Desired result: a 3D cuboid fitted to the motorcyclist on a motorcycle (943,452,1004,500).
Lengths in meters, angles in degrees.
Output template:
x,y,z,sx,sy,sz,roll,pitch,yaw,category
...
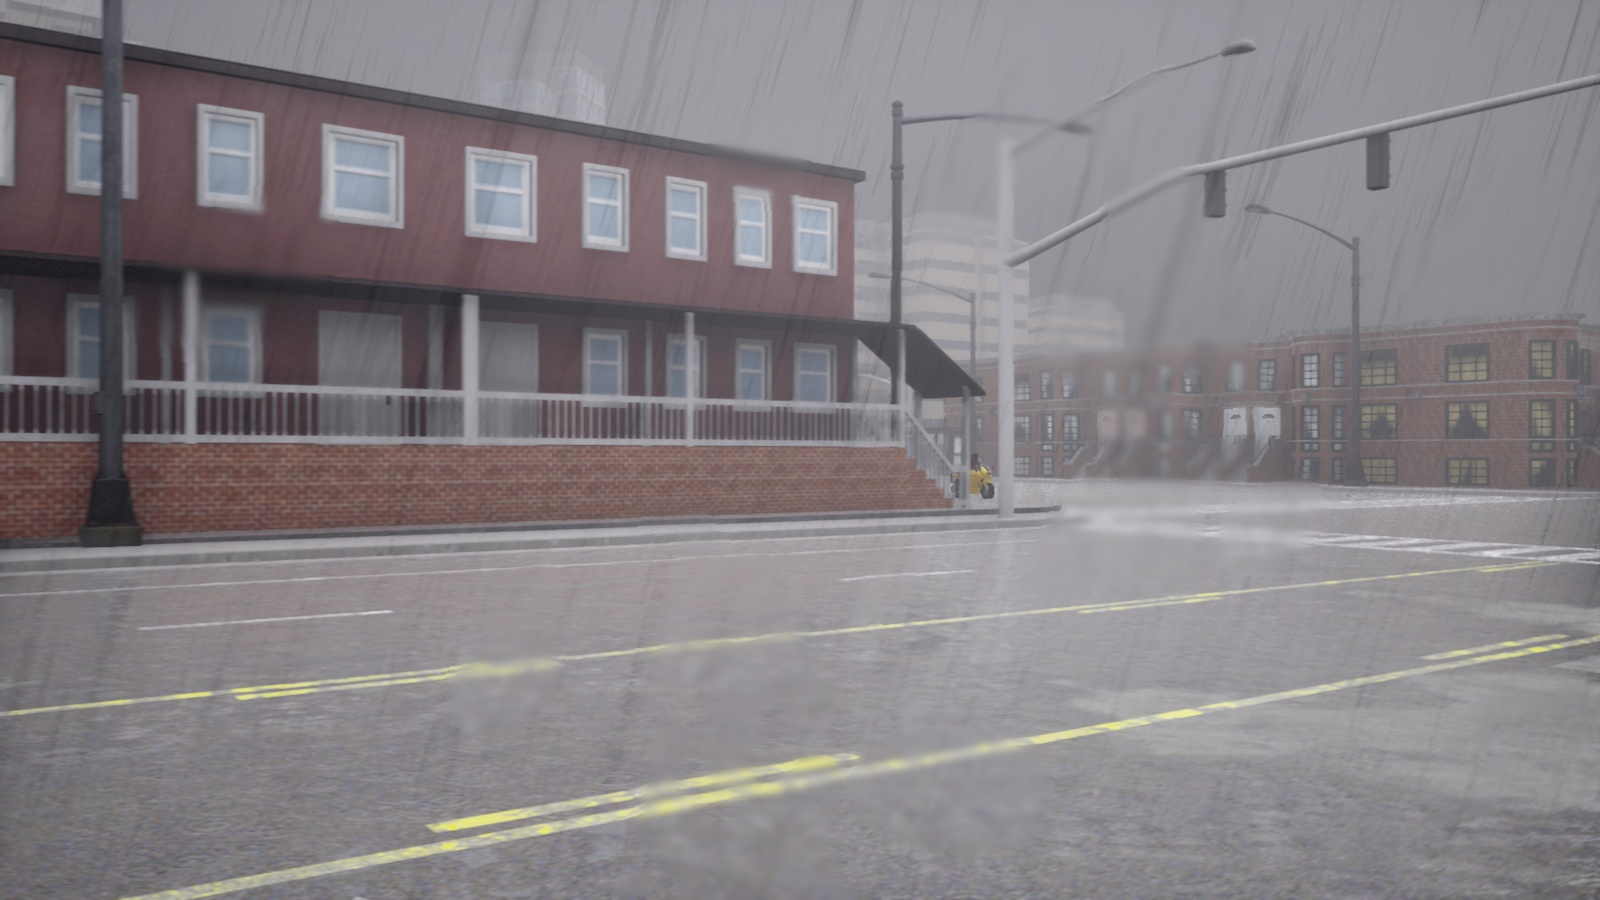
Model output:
x,y,z,sx,sy,sz,roll,pitch,yaw,category
5.592,0.815,40.570,0.797,1.523,2.044,0,0,-35,motorcyclist on a motorcycle
